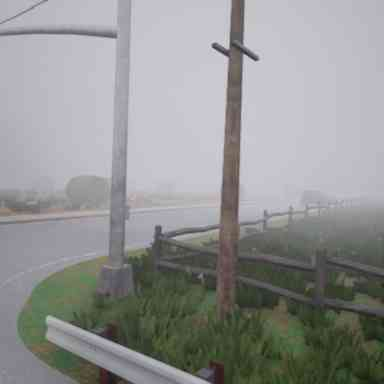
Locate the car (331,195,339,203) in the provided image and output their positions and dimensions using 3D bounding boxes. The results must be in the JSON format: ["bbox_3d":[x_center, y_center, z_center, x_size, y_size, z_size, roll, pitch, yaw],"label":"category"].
[{"bbox_3d":[21.089,1.122,50.773,1.994,1.385,4.181,3,2,33],"label":"car"}]

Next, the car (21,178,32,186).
[{"bbox_3d":[-39.260,-2.393,79.255,1.905,1.878,3.866,8,2,-13],"label":"car"}]

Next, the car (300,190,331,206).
[{"bbox_3d":[15.341,0.800,41.873,2.150,2.045,5.566,3,2,34],"label":"car"}]
